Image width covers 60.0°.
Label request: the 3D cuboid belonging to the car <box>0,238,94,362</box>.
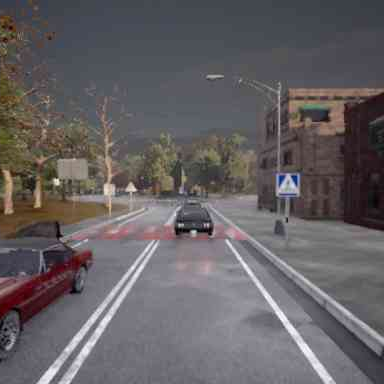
[{"bbox_3d":[-3.354,1.602,6.013,1.895,1.301,4.718,0,0,0],"label":"car"}]

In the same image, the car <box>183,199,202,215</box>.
[{"bbox_3d":[0.028,1.507,35.604,1.837,1.490,4.892,0,0,0],"label":"car"}]

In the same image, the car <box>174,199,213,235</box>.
[{"bbox_3d":[0.080,1.420,17.839,1.895,1.301,4.718,0,4,0],"label":"car"}]
